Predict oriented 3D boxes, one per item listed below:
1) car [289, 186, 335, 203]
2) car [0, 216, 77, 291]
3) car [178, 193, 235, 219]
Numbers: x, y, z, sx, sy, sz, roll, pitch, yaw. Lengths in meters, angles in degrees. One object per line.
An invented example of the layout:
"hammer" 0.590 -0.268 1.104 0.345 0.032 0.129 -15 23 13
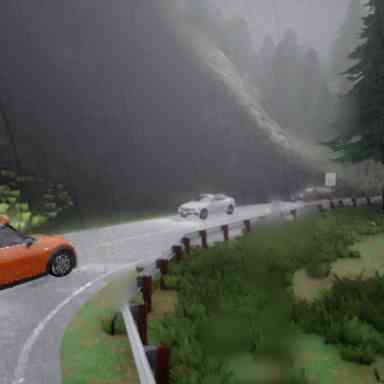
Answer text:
"car" 10.964 0.191 30.264 4.674 1.442 1.812 -3 2 -27
"car" -5.160 1.580 8.430 2.097 1.767 4.553 0 3 27
"car" 1.081 0.850 21.945 1.812 1.442 4.674 2 4 41
